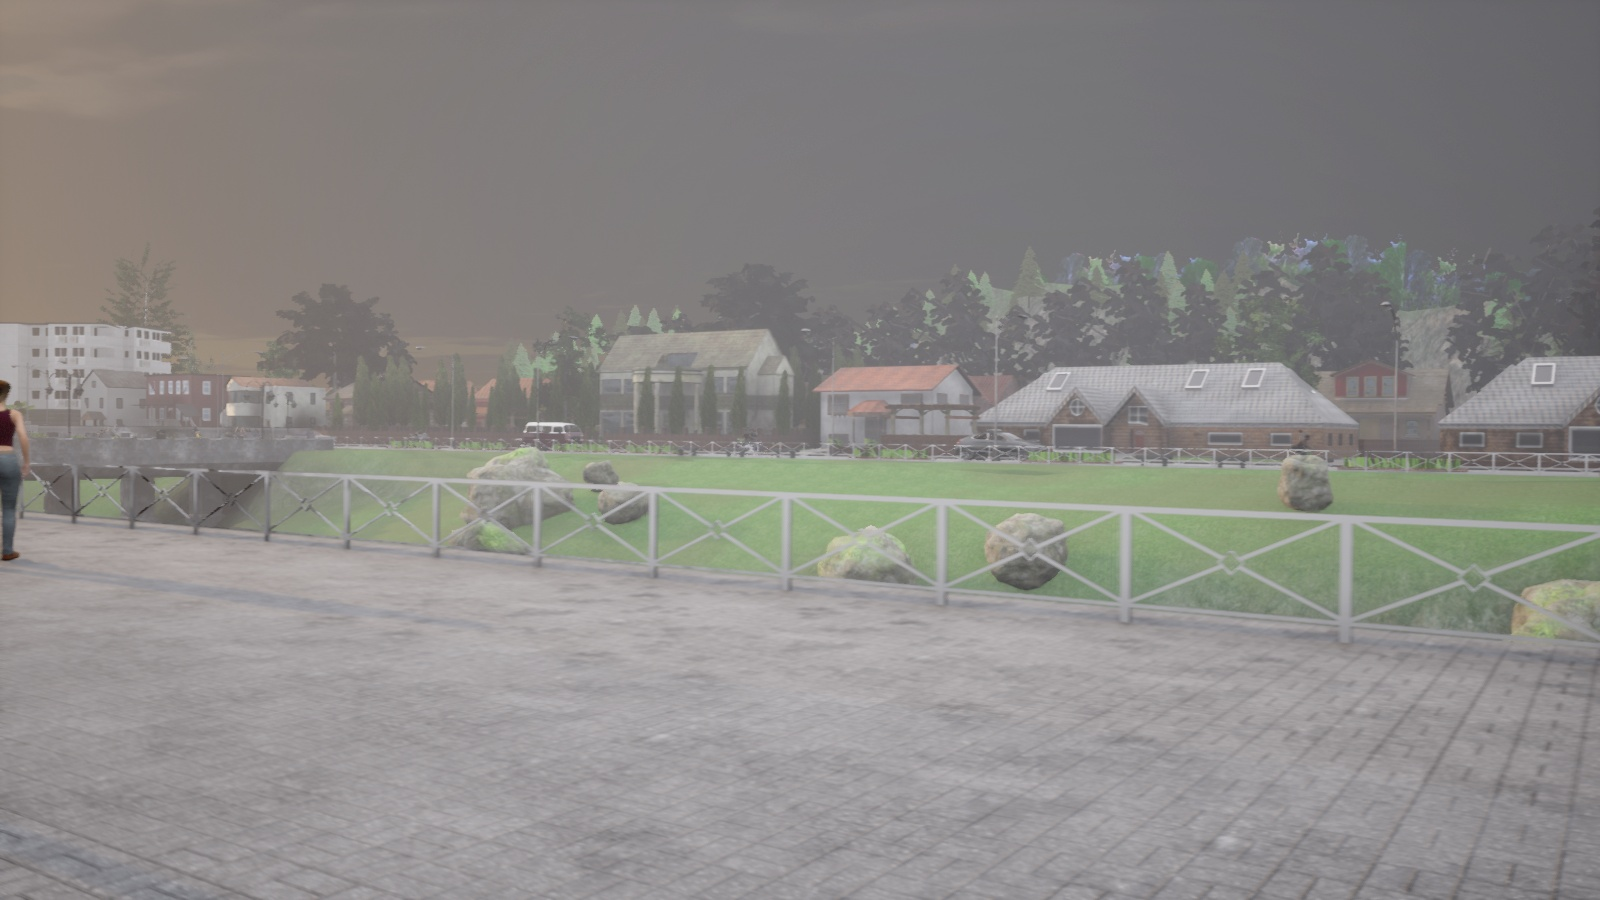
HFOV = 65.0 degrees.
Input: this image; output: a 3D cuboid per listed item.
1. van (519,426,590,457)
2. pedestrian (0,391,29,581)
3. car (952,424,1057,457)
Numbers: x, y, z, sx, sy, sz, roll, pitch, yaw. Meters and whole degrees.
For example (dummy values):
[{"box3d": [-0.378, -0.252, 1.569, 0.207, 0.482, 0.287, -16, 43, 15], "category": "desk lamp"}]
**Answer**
[{"box3d": [-16.544, -0.548, 84.486, 4.480, 2.038, 2.069, 0, 1, 34], "category": "van"}, {"box3d": [-7.862, 0.343, 12.395, 0.345, 1.836, 0.594, -1, 1, -26], "category": "pedestrian"}, {"box3d": [10.796, -0.492, 66.284, 5.027, 1.651, 2.152, 0, 1, 34], "category": "car"}]
